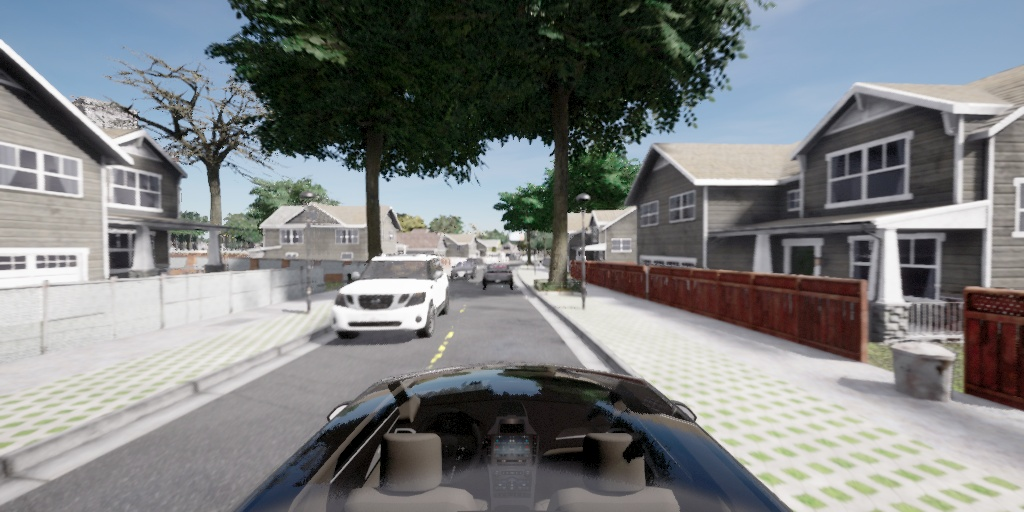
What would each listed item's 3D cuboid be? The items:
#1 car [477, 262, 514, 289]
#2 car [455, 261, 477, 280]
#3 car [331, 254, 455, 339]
[{"bbox_3d":[-0.875,1.211,22.827,2.128,1.511,4.902,0,0,-2],"label":"car"},{"bbox_3d":[-3.983,1.214,30.454,2.128,1.511,4.902,0,0,-1],"label":"car"},{"bbox_3d":[-3.142,0.968,10.497,2.150,2.045,5.566,0,0,-3],"label":"car"}]
